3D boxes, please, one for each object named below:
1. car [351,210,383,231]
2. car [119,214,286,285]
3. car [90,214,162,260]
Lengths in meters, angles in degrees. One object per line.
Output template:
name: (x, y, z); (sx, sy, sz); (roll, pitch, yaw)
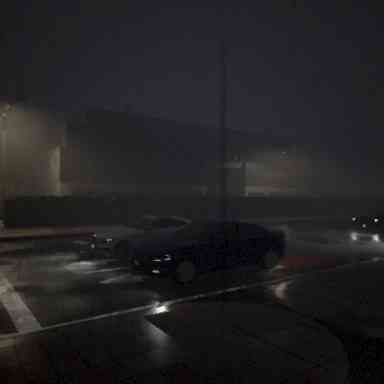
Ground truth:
car: (12.919, 1.891, 22.686); (4.718, 1.301, 1.895); (1, -1, -34)
car: (0.645, 1.553, 9.903); (5.008, 1.535, 1.882); (1, 0, -35)
car: (-1.472, 1.599, 12.695); (4.674, 1.442, 1.812); (1, 0, -35)
